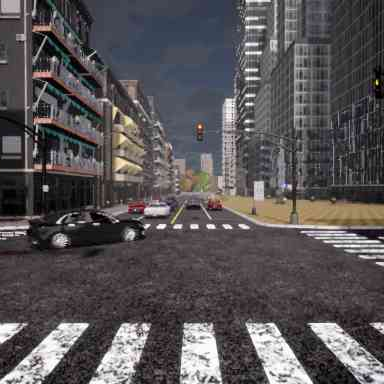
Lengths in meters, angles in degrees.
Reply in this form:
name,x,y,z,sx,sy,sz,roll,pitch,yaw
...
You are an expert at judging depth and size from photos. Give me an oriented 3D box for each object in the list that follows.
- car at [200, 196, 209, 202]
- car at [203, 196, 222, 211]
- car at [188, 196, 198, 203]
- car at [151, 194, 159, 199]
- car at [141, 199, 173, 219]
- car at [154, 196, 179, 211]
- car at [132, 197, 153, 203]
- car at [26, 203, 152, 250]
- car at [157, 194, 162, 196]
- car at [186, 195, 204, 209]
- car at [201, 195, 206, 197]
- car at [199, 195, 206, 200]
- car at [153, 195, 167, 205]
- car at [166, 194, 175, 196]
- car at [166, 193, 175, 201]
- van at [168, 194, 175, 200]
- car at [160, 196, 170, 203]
name,x,y,z,sx,sy,sz,roll,pitch,yaw
car,2.781,1.548,74.967,1.887,1.381,4.507,-1,0,0
car,2.720,1.541,41.073,1.887,1.381,4.507,-1,0,0
car,0.222,1.566,67.908,1.994,1.385,4.181,0,0,0
car,-5.629,1.436,41.031,1.967,1.590,4.097,-1,0,0
car,-3.047,1.597,29.430,1.895,1.301,4.718,0,0,0
car,-3.017,1.560,39.490,1.994,1.385,4.181,0,0,1
car,-5.637,1.540,35.382,1.887,1.381,4.507,-1,0,0
car,-4.452,1.491,14.405,4.892,1.490,1.837,-1,3,-33
car,-5.610,1.312,52.329,2.192,1.841,5.009,-1,0,0
car,0.180,1.544,45.265,2.033,1.411,5.357,0,0,0
car,2.761,1.551,63.668,2.008,1.369,4.403,-1,0,0
car,2.812,1.535,92.084,1.752,1.417,4.829,-1,0,0
car,-5.598,1.439,57.977,1.967,1.590,4.097,-1,0,0
car,-2.999,1.502,49.671,1.837,1.490,4.892,0,0,0
car,-5.549,1.322,86.222,2.192,1.841,5.009,-1,0,0
van,-5.538,1.351,91.870,1.690,1.788,3.998,-1,0,0
car,-5.576,1.584,69.276,1.802,1.307,4.206,-1,0,0
